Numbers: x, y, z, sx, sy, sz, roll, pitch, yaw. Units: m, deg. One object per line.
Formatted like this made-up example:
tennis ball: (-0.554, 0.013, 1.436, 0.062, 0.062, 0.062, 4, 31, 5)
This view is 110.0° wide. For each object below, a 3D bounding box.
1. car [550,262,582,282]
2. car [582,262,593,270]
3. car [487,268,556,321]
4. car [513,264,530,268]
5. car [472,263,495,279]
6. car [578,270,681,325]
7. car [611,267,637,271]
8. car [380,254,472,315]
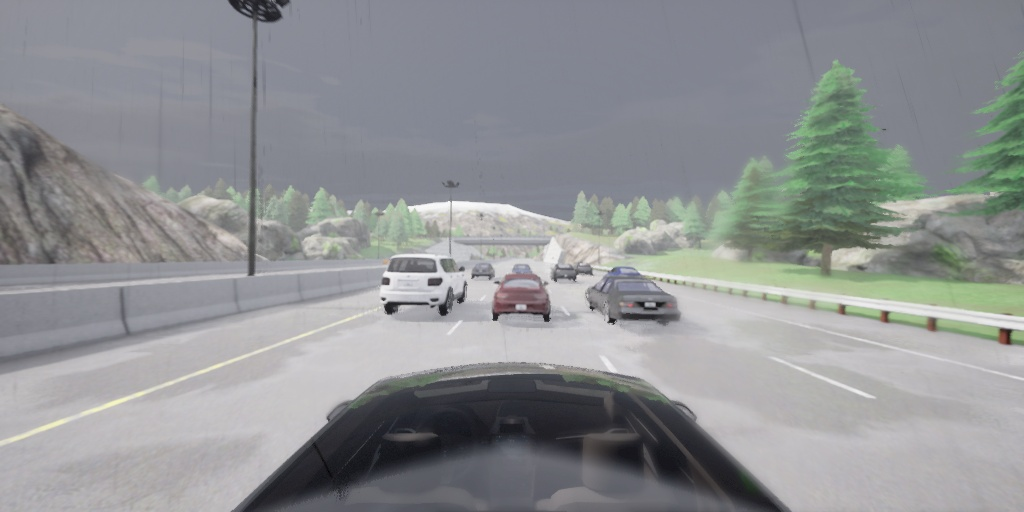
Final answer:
car: (4.322, 1.385, 30.607, 2.128, 1.511, 4.902, 1, 0, 2)
car: (8.127, 1.468, 41.775, 2.128, 1.511, 4.902, 1, 0, 2)
car: (0.327, 1.313, 12.603, 1.812, 1.442, 4.674, 1, 0, 2)
car: (0.846, 1.400, 31.543, 2.033, 1.411, 5.357, 1, 0, 2)
car: (-2.612, 1.361, 33.132, 2.033, 1.411, 5.357, 1, 0, 2)
car: (3.823, 1.378, 12.254, 2.033, 1.411, 5.357, 1, 0, 1)
car: (7.664, 1.444, 24.772, 1.812, 1.442, 4.674, 1, 0, 2)
car: (-3.137, 0.969, 13.751, 2.150, 2.045, 5.566, 1, 0, 2)
